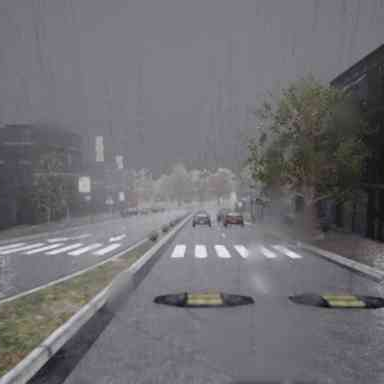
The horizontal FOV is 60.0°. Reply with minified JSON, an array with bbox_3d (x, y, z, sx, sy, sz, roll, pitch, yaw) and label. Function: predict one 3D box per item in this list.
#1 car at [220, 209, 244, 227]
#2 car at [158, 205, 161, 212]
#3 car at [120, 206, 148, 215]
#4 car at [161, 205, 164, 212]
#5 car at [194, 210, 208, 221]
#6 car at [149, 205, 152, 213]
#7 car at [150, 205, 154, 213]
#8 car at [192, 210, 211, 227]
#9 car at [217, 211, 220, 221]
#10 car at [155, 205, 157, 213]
[{"bbox_3d":[4.233,2.786,34.730,1.882,1.535,5.008,0,-2,2],"label":"car"},{"bbox_3d":[-11.571,4.811,88.390,4.892,1.521,2.231,0,-2,-18],"label":"car"},{"bbox_3d":[-12.114,3.977,67.079,4.892,1.521,2.231,0,-2,-19],"label":"car"},{"bbox_3d":[-11.523,4.679,91.429,5.566,2.045,2.435,0,-2,-18],"label":"car"},{"bbox_3d":[1.337,3.274,46.601,1.837,1.490,4.892,0,-3,2],"label":"car"},{"bbox_3d":[-12.008,4.242,73.158,4.792,1.488,2.163,0,-2,-18],"label":"car"},{"bbox_3d":[-12.076,4.328,76.155,5.366,1.575,1.946,0,-2,-18],"label":"car"},{"bbox_3d":[1.006,2.791,34.100,1.812,1.442,4.674,0,-2,2],"label":"car"},{"bbox_3d":[4.593,3.142,46.636,2.097,1.767,4.553,0,-2,2],"label":"car"},{"bbox_3d":[-11.708,4.446,82.315,4.553,1.767,2.185,0,-2,-18],"label":"car"}]
